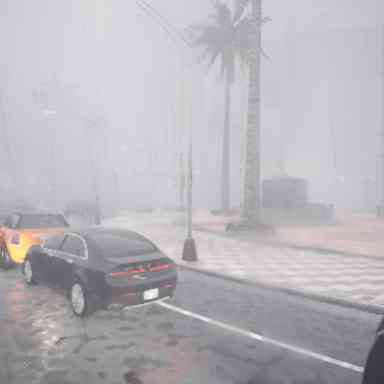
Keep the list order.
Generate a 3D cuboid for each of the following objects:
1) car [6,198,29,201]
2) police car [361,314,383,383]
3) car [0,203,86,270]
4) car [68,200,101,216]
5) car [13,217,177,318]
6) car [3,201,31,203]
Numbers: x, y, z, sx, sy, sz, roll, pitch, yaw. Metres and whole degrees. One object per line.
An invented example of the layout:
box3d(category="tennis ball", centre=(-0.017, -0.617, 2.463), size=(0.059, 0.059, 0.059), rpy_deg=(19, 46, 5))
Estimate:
box3d(category="car", centre=(-20.761, 1.540, 38.686), size=(2.097, 1.767, 4.553), rpy_deg=(0, 0, 14))
box3d(category="police car", centre=(4.035, 1.490, 2.077), size=(5.238, 1.638, 1.930), rpy_deg=(0, -1, 35))
box3d(category="car", centre=(-5.569, 1.418, 11.652), size=(2.097, 1.767, 4.553), rpy_deg=(1, -1, -35))
box3d(category="car", centre=(-10.870, 1.584, 33.304), size=(2.097, 1.767, 4.553), rpy_deg=(0, -1, 10))
box3d(category="car", centre=(-2.363, 1.564, 7.678), size=(1.837, 1.490, 4.892), rpy_deg=(1, -1, -43))
box3d(category="car", centre=(-14.810, 1.710, 28.456), size=(1.994, 1.385, 4.181), rpy_deg=(0, -1, 0))
